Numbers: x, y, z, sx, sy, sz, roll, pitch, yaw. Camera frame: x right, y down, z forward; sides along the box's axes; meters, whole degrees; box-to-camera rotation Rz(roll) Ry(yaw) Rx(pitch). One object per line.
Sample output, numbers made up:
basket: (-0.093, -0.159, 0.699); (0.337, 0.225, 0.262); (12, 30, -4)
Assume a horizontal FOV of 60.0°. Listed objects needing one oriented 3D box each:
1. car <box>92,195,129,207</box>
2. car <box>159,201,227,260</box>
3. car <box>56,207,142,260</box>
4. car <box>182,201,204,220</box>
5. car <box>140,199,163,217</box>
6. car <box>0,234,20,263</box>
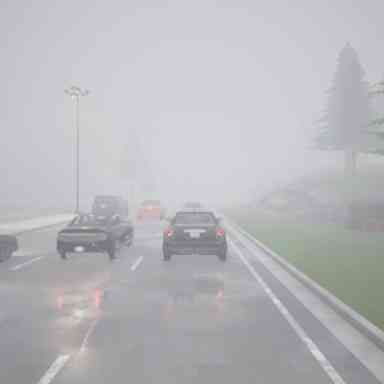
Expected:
car: (-6.908, 1.278, 28.608); (2.150, 2.045, 5.566); (0, 0, 0)
car: (0.093, 1.377, 12.626); (2.097, 1.767, 4.553); (0, 0, 0)
car: (-3.406, 1.516, 12.502); (2.128, 1.511, 4.902); (0, 0, 0)
car: (0.091, 1.563, 29.648); (1.837, 1.490, 4.892); (0, 0, 0)
car: (-3.409, 1.410, 29.311); (2.097, 1.767, 4.553); (0, 0, 0)
car: (-6.904, 1.565, 9.080); (2.033, 1.411, 5.357); (0, 0, 0)
